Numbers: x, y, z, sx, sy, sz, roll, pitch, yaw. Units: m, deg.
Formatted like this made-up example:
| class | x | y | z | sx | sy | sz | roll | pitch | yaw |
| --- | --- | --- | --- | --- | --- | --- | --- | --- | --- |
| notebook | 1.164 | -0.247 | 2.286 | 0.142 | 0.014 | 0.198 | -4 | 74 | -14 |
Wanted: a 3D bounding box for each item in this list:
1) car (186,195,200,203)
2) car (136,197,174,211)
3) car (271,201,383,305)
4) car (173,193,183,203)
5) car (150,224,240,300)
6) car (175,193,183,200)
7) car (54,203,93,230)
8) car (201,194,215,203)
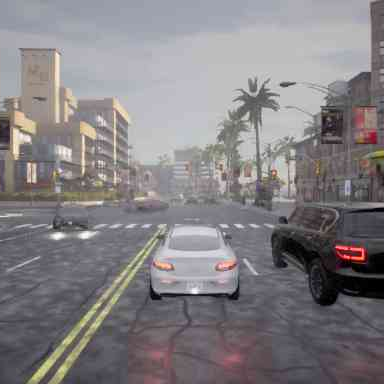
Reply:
| class | x | y | z | sx | sy | sz | roll | pitch | yaw |
| --- | --- | --- | --- | --- | --- | --- | --- | --- | --- |
| car | 0.031 | 1.601 | 66.902 | 1.895 | 1.301 | 4.718 | 0 | 0 | 0 |
| car | -4.723 | 1.564 | 40.611 | 1.994 | 1.385 | 4.181 | 0 | 0 | 42 |
| car | 3.559 | 1.221 | 8.232 | 2.150 | 2.045 | 5.566 | 0 | 0 | 0 |
| car | -3.574 | 1.553 | 71.265 | 1.994 | 1.385 | 4.181 | 0 | 0 | 0 |
| car | 0.061 | 1.526 | 8.289 | 1.812 | 1.442 | 4.674 | 0 | 0 | 0 |
| car | -3.599 | 1.225 | 91.812 | 2.150 | 2.045 | 5.566 | 0 | 0 | 0 |
| car | -7.401 | 1.505 | 21.065 | 1.837 | 1.490 | 4.892 | 2 | 0 | -14 |
| car | 3.530 | 1.352 | 68.120 | 2.097 | 1.767 | 4.553 | 0 | 0 | 0 |
